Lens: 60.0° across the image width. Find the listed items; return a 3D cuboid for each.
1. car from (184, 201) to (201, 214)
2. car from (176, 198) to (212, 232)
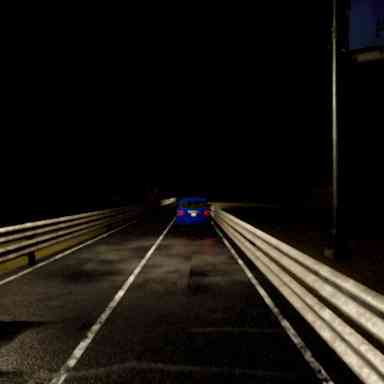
[{"bbox_3d":[0.101,1.905,41.797,2.033,1.411,5.357,0,-1,0],"label":"car"},{"bbox_3d":[0.101,1.409,21.785,2.150,2.045,5.566,0,0,0],"label":"car"}]
